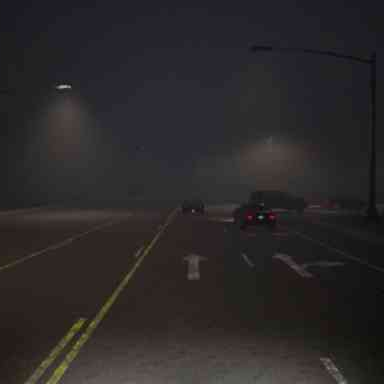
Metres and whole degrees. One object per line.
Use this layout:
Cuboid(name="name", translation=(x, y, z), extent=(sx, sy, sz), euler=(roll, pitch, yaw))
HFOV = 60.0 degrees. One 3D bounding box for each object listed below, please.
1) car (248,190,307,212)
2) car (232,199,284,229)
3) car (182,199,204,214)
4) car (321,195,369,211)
Cuboid(name="car", translation=(8.100, 0.874, 31.725), extent=(5.566, 2.045, 2.150), euler=(0, 1, -10))
Cuboid(name="car", translation=(3.597, 1.344, 19.853), extent=(2.033, 1.411, 5.357), euler=(0, 1, 0))
Cuboid(name="car", translation=(0.097, 1.270, 30.399), extent=(1.895, 1.301, 4.718), euler=(0, 1, 0))
Cuboid(name="car", translation=(15.830, 1.101, 34.090), extent=(5.008, 1.535, 1.882), euler=(0, 1, 0))
